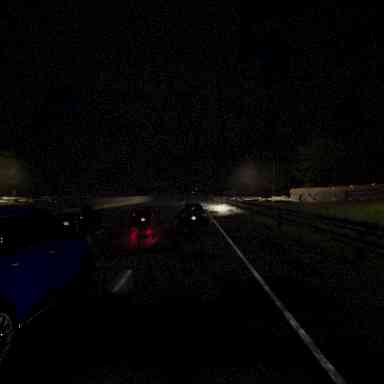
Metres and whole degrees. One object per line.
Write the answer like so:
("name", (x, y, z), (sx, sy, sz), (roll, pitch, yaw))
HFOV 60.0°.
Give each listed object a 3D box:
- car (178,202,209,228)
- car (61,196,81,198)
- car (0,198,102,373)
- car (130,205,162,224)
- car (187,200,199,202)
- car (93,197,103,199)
("car", (0.106, 1.584, 22.628), (1.994, 1.385, 4.181), (0, 0, 0))
("car", (-21.018, 1.467, 59.274), (2.097, 1.767, 4.553), (0, 0, 1))
("car", (-3.398, 1.224, 5.560), (2.150, 2.045, 5.566), (0, 0, 0))
("car", (-3.393, 1.626, 25.395), (1.895, 1.301, 4.718), (0, 0, 0))
("car", (0.110, 1.660, 41.314), (1.895, 1.301, 4.718), (0, 0, 0))
("car", (-17.505, 1.601, 61.182), (1.882, 1.535, 5.008), (0, 0, 0))
